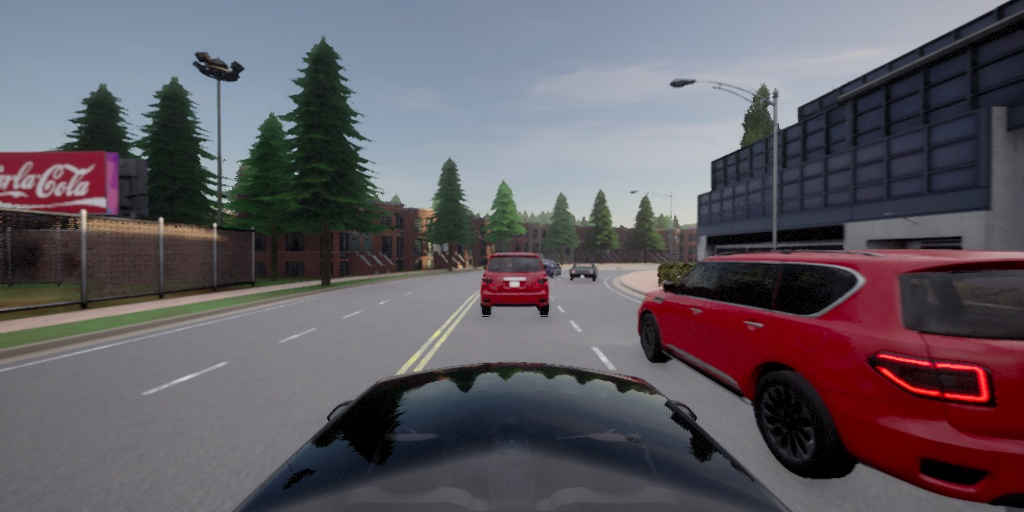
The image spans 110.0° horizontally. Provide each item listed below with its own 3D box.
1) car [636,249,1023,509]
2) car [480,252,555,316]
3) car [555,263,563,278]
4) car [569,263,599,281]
[{"bbox_3d":[3.569,0.948,4.836,2.150,2.045,5.566,0,0,0],"label":"car"},{"bbox_3d":[0.123,0.885,13.031,2.150,2.045,5.566,0,0,1],"label":"car"},{"bbox_3d":[2.879,1.059,30.100,1.812,1.442,4.674,0,0,19],"label":"car"},{"bbox_3d":[5.654,1.153,27.614,1.895,1.301,4.718,0,0,17],"label":"car"}]
